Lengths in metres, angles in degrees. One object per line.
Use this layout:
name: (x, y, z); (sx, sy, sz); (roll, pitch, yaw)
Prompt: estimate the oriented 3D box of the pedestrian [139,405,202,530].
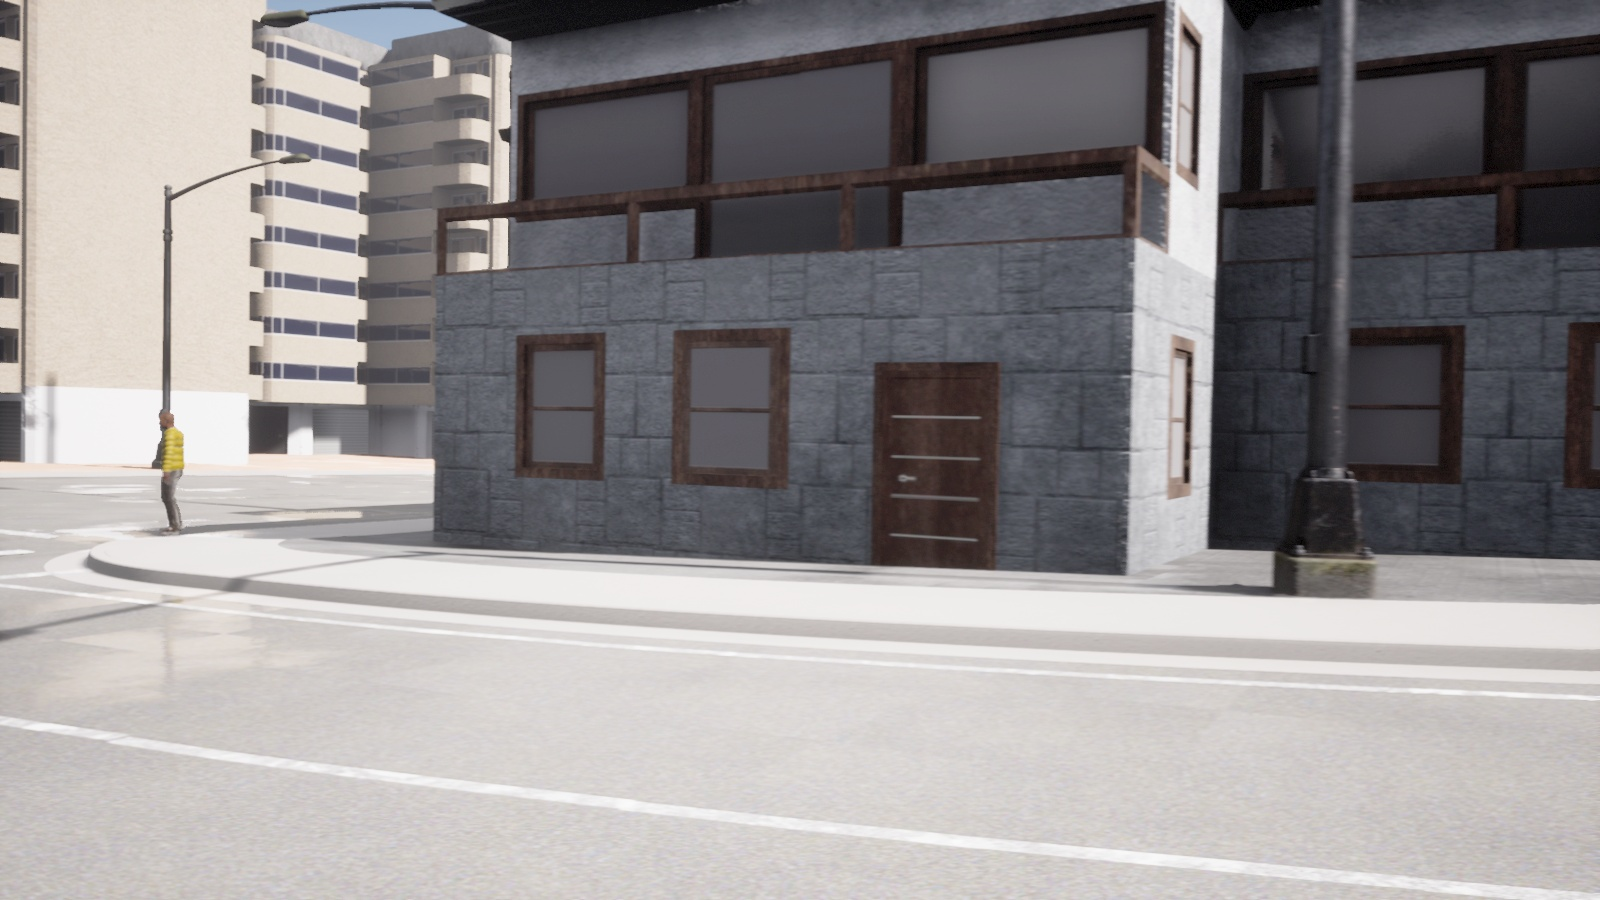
pedestrian: (-9.357, 0.256, 18.678); (0.726, 1.835, 0.370); (1, 1, -2)
